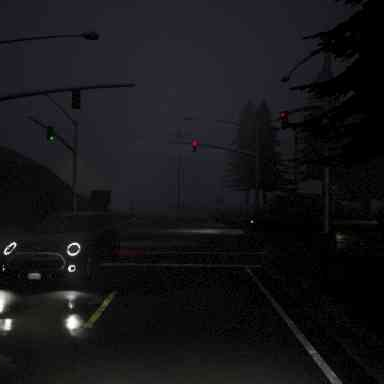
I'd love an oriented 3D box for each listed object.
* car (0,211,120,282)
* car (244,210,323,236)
[{"bbox_3d":[-3.677,1.427,10.110,2.097,1.767,4.553,0,-1,1],"label":"car"},{"bbox_3d":[5.874,1.926,21.467,4.902,1.511,2.128,1,-1,4],"label":"car"}]
